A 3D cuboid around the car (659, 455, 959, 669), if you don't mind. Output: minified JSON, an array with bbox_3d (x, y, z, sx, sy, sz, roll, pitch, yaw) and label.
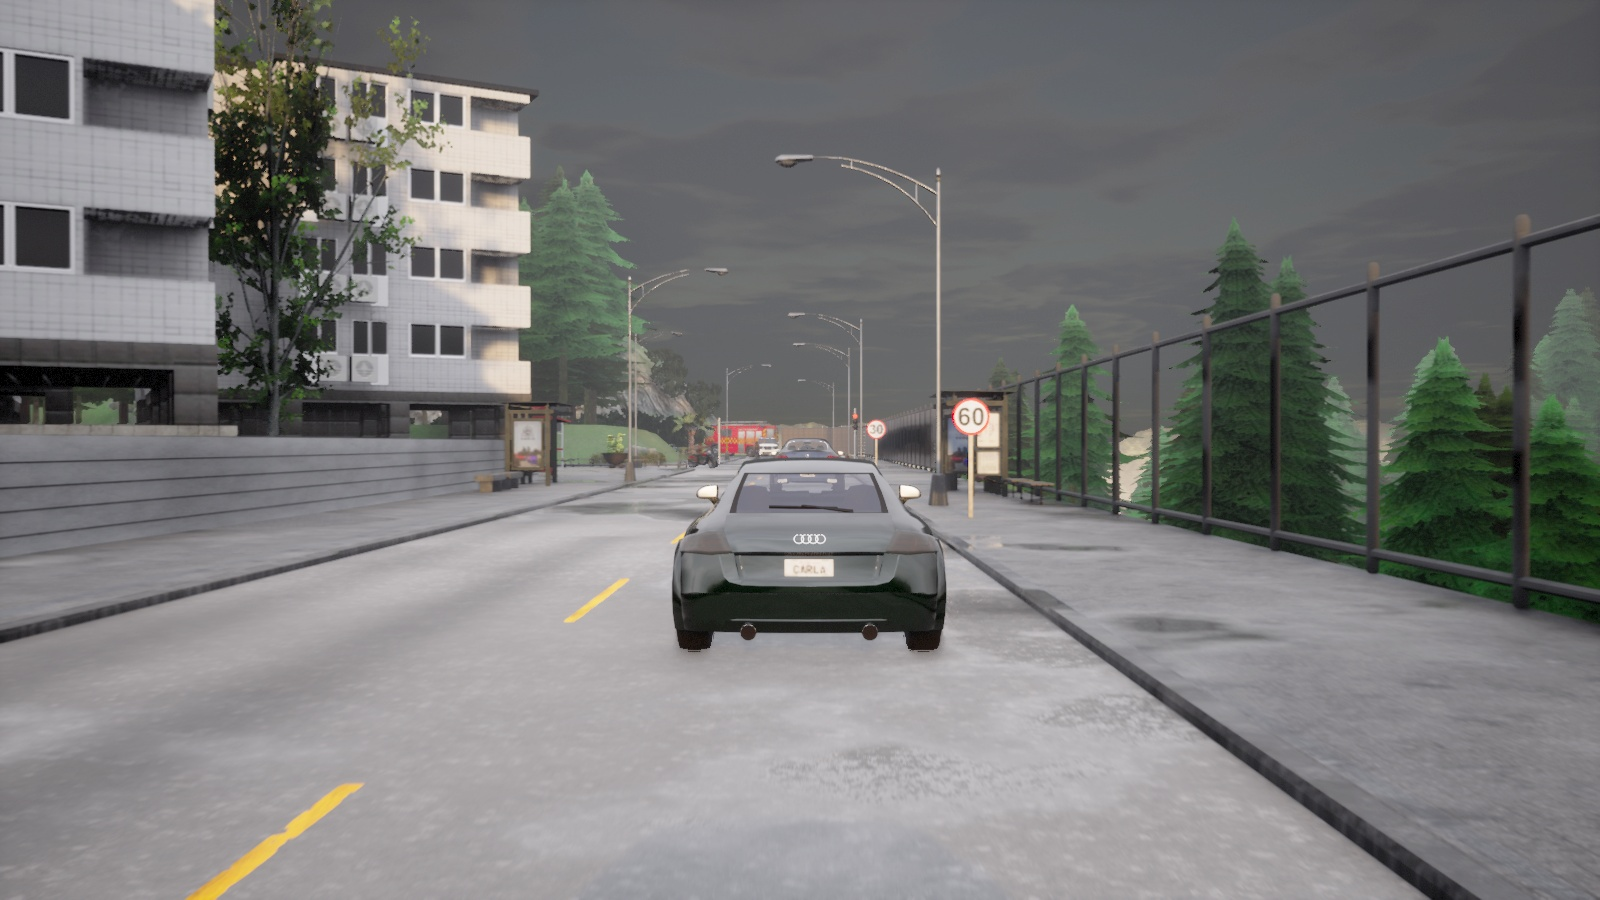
[{"bbox_3d":[0.071,0.751,10.442,1.994,1.385,4.181,0,0,0],"label":"car"}]

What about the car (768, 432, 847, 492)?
[{"bbox_3d":[0.212,0.317,36.881,2.152,1.651,5.027,0,0,0],"label":"car"}]

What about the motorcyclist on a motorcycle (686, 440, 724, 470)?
[{"bbox_3d":[-5.557,0.280,73.162,2.350,1.649,0.766,1,2,41],"label":"motorcyclist on a motorcycle"}]
